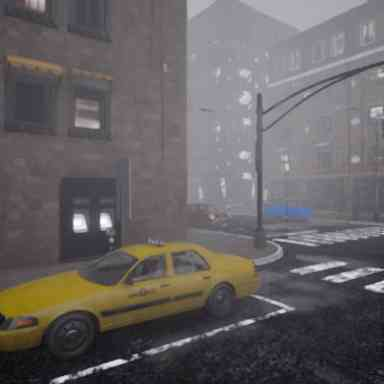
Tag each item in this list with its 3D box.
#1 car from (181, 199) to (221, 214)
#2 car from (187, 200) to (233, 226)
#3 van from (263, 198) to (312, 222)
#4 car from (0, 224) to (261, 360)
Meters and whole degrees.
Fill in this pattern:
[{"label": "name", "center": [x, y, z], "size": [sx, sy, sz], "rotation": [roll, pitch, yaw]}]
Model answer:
[{"label": "car", "center": [0.871, 1.550, 36.139], "size": [1.752, 1.417, 4.829], "rotation": [0, 0, -36]}, {"label": "car", "center": [0.824, 1.502, 21.930], "size": [1.967, 1.590, 4.097], "rotation": [0, 0, -36]}, {"label": "van", "center": [7.619, 1.381, 26.835], "size": [1.690, 1.788, 3.998], "rotation": [0, 0, -36]}, {"label": "car", "center": [-0.891, 1.537, 5.931], "size": [4.829, 1.417, 1.752], "rotation": [0, -1, -36]}]
